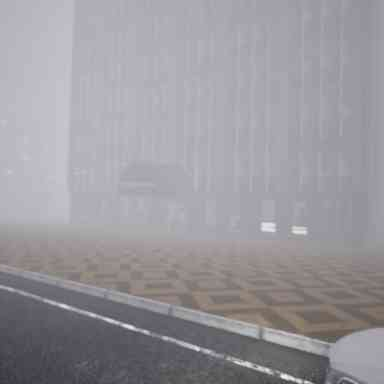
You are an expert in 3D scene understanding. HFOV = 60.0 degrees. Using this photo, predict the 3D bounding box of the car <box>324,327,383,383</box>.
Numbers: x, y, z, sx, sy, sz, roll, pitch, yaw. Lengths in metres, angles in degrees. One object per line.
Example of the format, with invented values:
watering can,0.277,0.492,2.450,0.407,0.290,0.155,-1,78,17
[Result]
car,3.423,1.682,2.315,4.674,1.442,1.812,-1,-3,35

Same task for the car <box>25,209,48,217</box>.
car,-30.509,3.985,65.292,1.967,1.590,4.097,0,-3,35
